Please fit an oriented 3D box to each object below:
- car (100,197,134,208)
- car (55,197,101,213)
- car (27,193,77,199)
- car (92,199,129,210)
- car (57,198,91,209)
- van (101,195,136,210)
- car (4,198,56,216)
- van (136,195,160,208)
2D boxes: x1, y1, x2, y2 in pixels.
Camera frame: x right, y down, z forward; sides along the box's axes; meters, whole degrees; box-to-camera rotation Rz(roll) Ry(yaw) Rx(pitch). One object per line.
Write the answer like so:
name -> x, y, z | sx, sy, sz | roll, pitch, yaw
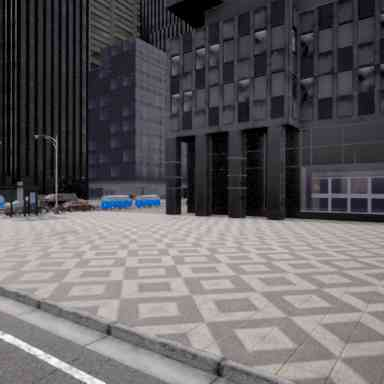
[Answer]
car -> -10.952, 1.474, 48.902 | 1.837, 1.490, 4.892 | 0, 0, 36
car -> -12.605, 1.574, 36.501 | 1.802, 1.307, 4.206 | 0, 0, 35
car -> -16.646, 1.195, 40.925 | 2.150, 2.045, 5.566 | 0, 0, 36
car -> -10.670, 1.581, 43.805 | 1.895, 1.301, 4.718 | 0, 0, 35
car -> -16.253, 1.545, 46.071 | 1.802, 1.307, 4.206 | 0, 0, 35
van -> -9.309, 1.329, 41.125 | 1.690, 1.788, 3.998 | 0, 0, 35
car -> -15.900, 1.546, 31.878 | 2.008, 1.369, 4.403 | 0, 0, 35
van -> -6.014, 1.327, 45.748 | 1.690, 1.788, 3.998 | 0, 0, 35
